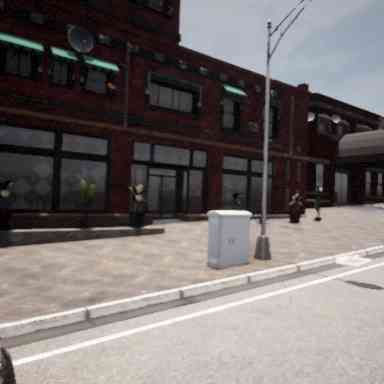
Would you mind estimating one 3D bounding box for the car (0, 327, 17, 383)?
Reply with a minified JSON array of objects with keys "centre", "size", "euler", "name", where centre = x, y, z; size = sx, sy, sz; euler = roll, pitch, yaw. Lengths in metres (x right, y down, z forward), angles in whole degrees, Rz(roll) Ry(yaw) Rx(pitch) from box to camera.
[{"centre":[-3.535,1.493,1.469],"size":[4.902,1.511,2.128],"euler":[0,0,-36],"name":"car"}]
